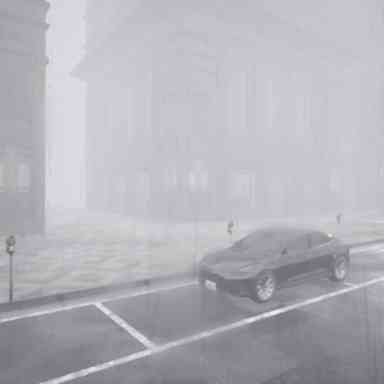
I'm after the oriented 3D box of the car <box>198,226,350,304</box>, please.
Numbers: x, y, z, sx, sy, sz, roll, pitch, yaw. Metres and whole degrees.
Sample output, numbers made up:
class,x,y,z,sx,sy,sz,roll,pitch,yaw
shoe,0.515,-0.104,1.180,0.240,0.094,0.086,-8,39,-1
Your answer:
class,x,y,z,sx,sy,sz,roll,pitch,yaw
car,2.165,1.563,8.185,4.313,1.339,1.947,0,0,-35
